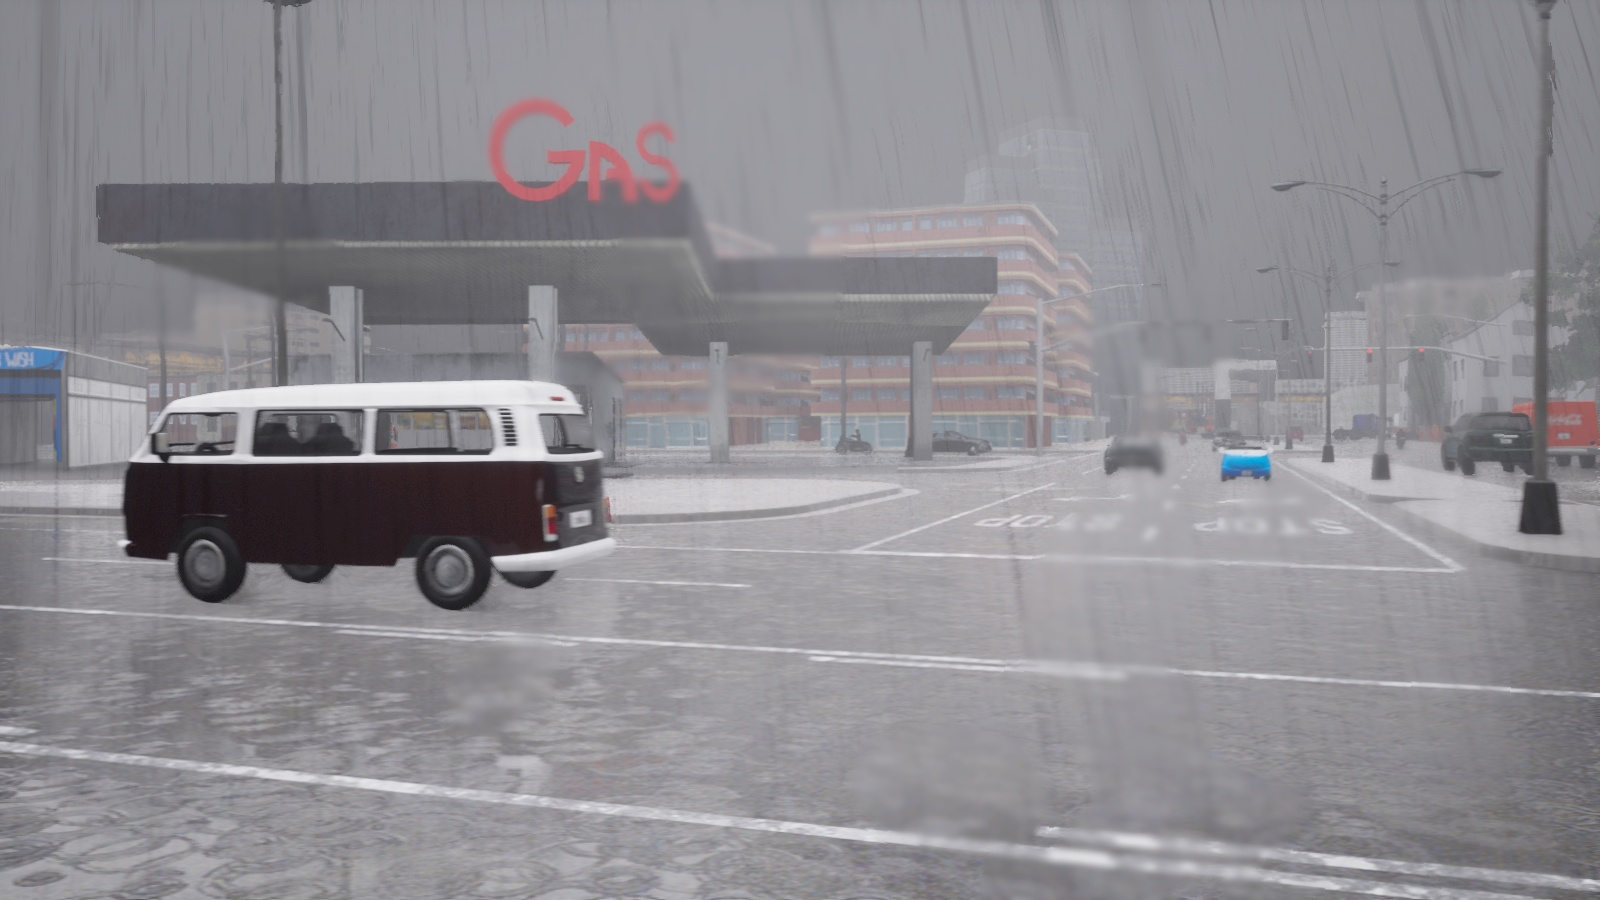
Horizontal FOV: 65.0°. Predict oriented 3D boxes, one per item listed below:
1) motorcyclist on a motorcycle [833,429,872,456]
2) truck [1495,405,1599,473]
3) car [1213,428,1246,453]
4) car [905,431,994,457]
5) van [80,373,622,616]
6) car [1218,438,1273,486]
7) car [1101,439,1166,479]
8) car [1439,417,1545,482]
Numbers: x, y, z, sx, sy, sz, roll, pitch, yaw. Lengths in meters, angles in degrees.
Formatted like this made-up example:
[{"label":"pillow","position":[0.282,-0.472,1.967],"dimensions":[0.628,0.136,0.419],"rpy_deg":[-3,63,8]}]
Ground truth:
[{"label":"motorcyclist on a motorcycle","position":[3.323,-0.477,79.078],"dimensions":[2.350,1.649,0.766],"rpy_deg":[0,1,17]},{"label":"truck","position":[29.323,-0.369,49.307],"dimensions":[2.627,2.467,5.204],"rpy_deg":[1,-1,18]},{"label":"car","position":[29.808,-0.680,87.221],"dimensions":[2.152,1.651,5.027],"rpy_deg":[1,1,19]},{"label":"car","position":[8.768,-0.364,73.665],"dimensions":[4.902,1.511,2.128],"rpy_deg":[0,1,17]},{"label":"van","position":[-4.195,0.341,12.055],"dimensions":[4.480,2.038,2.069],"rpy_deg":[0,1,13]},{"label":"car","position":[13.201,0.334,37.285],"dimensions":[1.481,1.376,2.207],"rpy_deg":[1,1,18]},{"label":"car","position":[11.692,0.269,43.838],"dimensions":[1.895,1.301,4.718],"rpy_deg":[1,1,18]},{"label":"car","position":[23.485,-0.055,42.848],"dimensions":[2.150,2.045,5.566],"rpy_deg":[0,1,18]}]
